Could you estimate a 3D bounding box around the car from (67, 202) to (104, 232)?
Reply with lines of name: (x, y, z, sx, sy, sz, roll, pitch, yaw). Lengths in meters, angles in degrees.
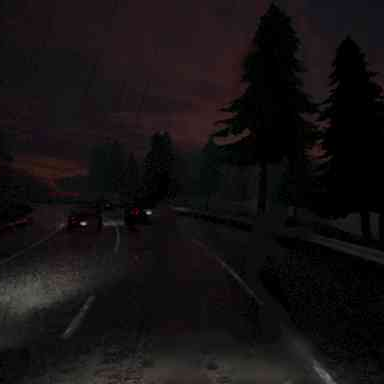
car: (-6.511, 1.555, 20.400, 1.812, 1.442, 4.674, 0, 0, -15)

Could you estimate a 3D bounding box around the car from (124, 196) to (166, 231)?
car: (-3.026, 1.242, 21.002, 2.150, 2.045, 5.566, 0, 0, -14)

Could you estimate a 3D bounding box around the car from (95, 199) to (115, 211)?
car: (-10.854, 1.599, 40.260, 2.033, 1.411, 5.357, 0, 0, -28)
